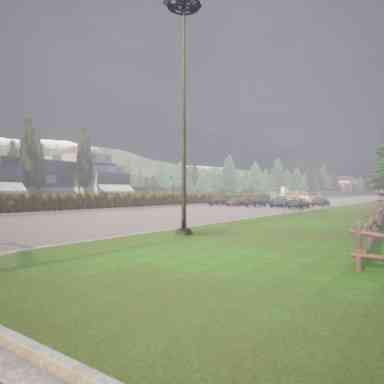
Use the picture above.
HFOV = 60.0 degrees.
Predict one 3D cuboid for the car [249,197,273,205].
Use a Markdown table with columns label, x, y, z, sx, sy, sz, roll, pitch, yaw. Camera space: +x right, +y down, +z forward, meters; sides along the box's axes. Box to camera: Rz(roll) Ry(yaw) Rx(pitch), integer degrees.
| label | x | y | z | sx | sy | sz | roll | pitch | yaw |
| --- | --- | --- | --- | --- | --- | --- | --- | --- | --- |
| car | 12.440 | 1.553 | 59.674 | 2.033 | 1.411 | 5.357 | 0 | 0 | 36 |

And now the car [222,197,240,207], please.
| label | x | y | z | sx | sy | sz | roll | pitch | yaw |
| --- | --- | --- | --- | --- | --- | --- | --- | --- | --- |
| car | 7.016 | 1.570 | 52.201 | 1.994 | 1.385 | 4.181 | 0 | 0 | 37 |

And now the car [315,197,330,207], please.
| label | x | y | z | sx | sy | sz | roll | pitch | yaw |
| --- | --- | --- | --- | --- | --- | --- | --- | --- | --- |
| car | 20.404 | 1.551 | 52.781 | 2.033 | 1.411 | 5.357 | 0 | 0 | 36 |

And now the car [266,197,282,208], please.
| label | x | y | z | sx | sy | sz | roll | pitch | yaw |
| --- | --- | --- | --- | --- | --- | --- | --- | --- | --- |
| car | 12.934 | 1.568 | 48.431 | 1.994 | 1.385 | 4.181 | 0 | 0 | 37 |

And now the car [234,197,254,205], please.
| label | x | y | z | sx | sy | sz | roll | pitch | yaw |
| --- | --- | --- | --- | --- | --- | --- | --- | --- | --- |
| car | 9.621 | 1.571 | 61.748 | 1.994 | 1.385 | 4.181 | 0 | 0 | 36 |

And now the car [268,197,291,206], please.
| label | x | y | z | sx | sy | sz | roll | pitch | yaw |
| --- | --- | --- | --- | --- | --- | --- | --- | --- | --- |
| car | 15.259 | 1.552 | 57.600 | 2.033 | 1.411 | 5.357 | 0 | 0 | 36 |

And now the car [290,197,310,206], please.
| label | x | y | z | sx | sy | sz | roll | pitch | yaw |
| --- | --- | --- | --- | --- | --- | --- | --- | --- | --- |
| car | 18.096 | 1.605 | 55.550 | 1.895 | 1.301 | 4.718 | 0 | 0 | 36 |

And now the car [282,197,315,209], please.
| label | x | y | z | sx | sy | sz | roll | pitch | yaw |
| --- | --- | --- | --- | --- | --- | --- | --- | --- | --- |
| car | 14.277 | 1.495 | 44.378 | 2.128 | 1.511 | 4.902 | 0 | 0 | 37 |

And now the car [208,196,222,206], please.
| label | x | y | z | sx | sy | sz | roll | pitch | yaw |
| --- | --- | --- | --- | --- | --- | --- | --- | --- | --- |
| car | 4.519 | 1.511 | 54.712 | 1.837 | 1.490 | 4.892 | 0 | 0 | 37 |

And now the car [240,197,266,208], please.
| label | x | y | z | sx | sy | sz | roll | pitch | yaw |
| --- | --- | --- | --- | --- | --- | --- | --- | --- | --- |
| car | 9.600 | 1.510 | 49.817 | 1.837 | 1.490 | 4.892 | 0 | 0 | 37 |
